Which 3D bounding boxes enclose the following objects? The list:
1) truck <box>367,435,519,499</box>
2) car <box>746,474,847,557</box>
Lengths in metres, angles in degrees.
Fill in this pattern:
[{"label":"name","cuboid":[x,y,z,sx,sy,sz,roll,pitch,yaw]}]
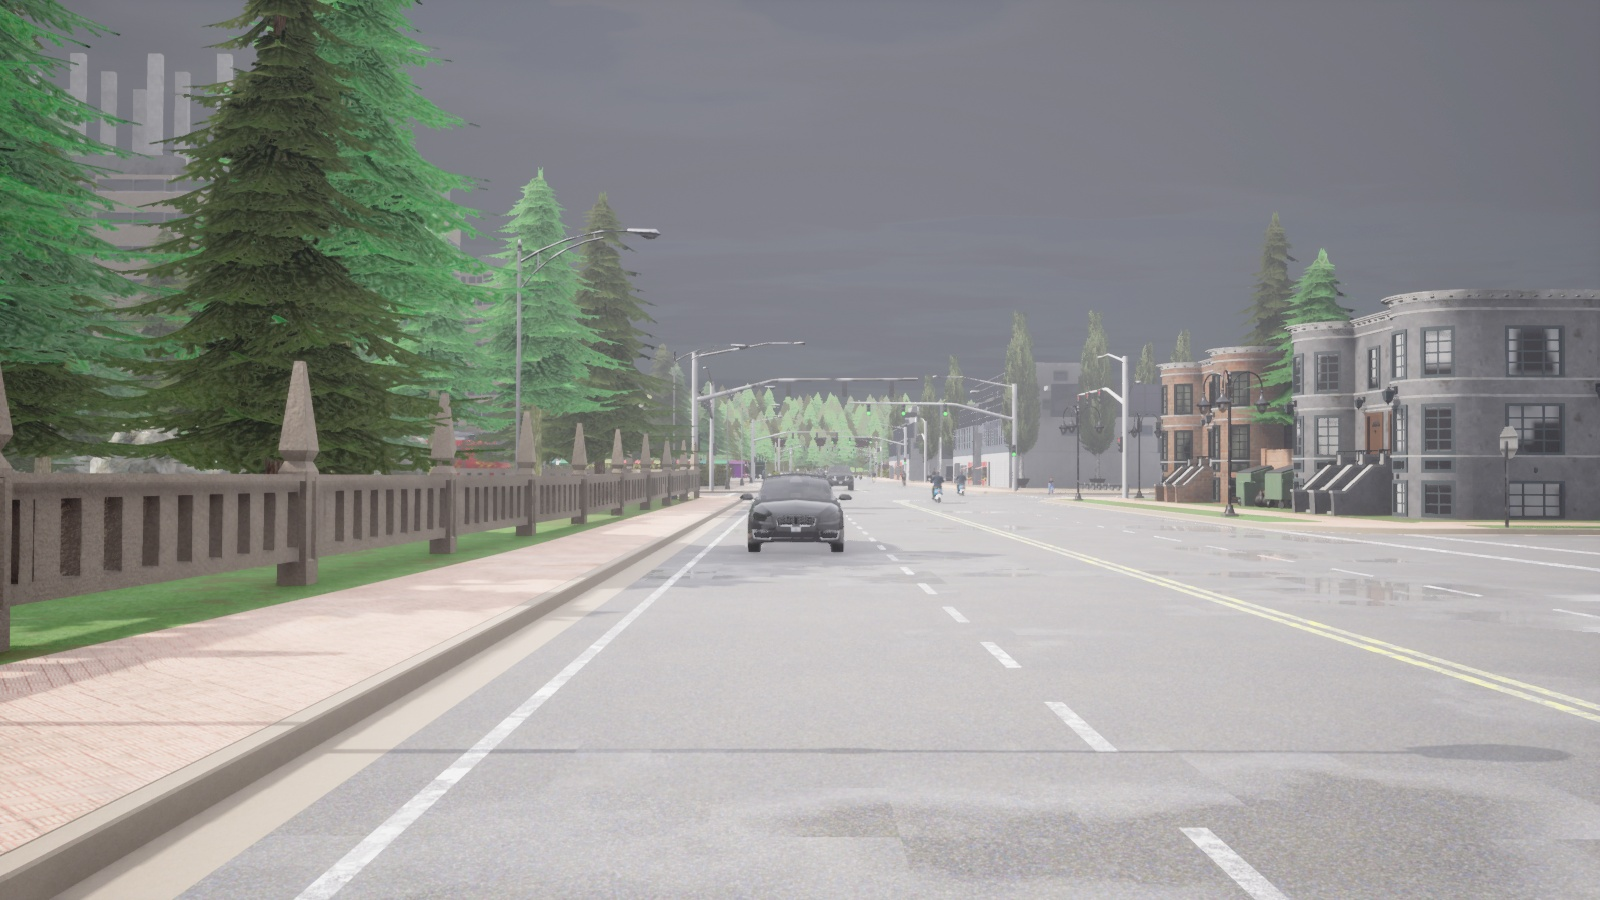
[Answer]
[{"label":"truck","cuboid":[-21.817,1.028,77.068,8.468,3.827,2.891,0,-1,0]},{"label":"car","cuboid":[-0.071,1.244,25.344,1.837,1.490,4.892,0,-1,0]}]
